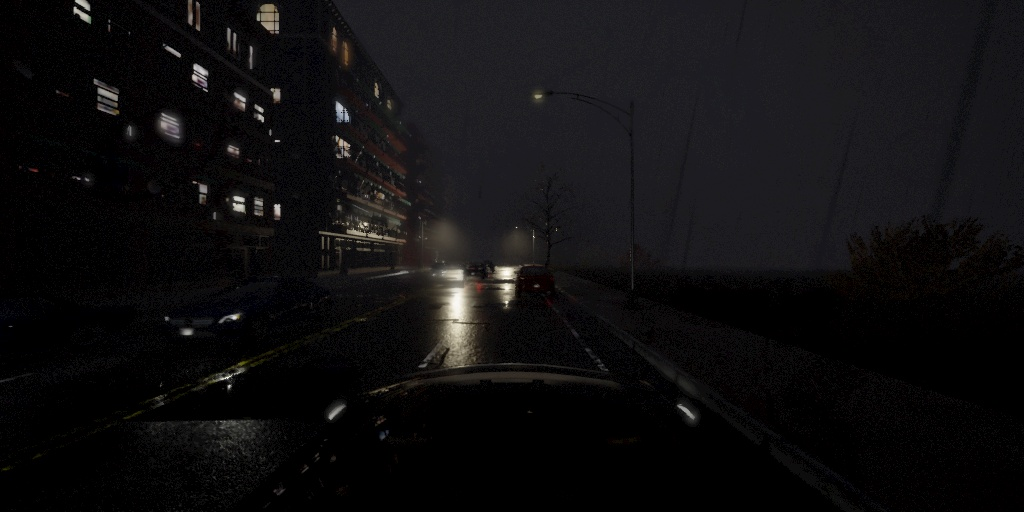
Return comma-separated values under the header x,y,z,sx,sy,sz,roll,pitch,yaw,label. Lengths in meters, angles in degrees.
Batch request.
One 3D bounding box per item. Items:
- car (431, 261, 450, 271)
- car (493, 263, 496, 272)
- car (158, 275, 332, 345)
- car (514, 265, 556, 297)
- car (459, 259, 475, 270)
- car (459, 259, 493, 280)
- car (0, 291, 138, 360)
x,y,z,sx,sy,sz,roll,pitch,yaw,label
-9.826,1.322,49.638,1.994,1.385,4.181,0,0,0,car
-3.131,1.262,44.962,1.837,1.490,4.892,0,0,0,car
-6.611,1.278,9.634,1.812,1.442,4.674,0,0,0,car
1.144,1.232,18.847,1.882,1.535,5.008,0,0,0,car
-6.572,1.263,53.003,1.837,1.490,4.892,0,0,0,car
-3.136,1.244,31.504,2.128,1.511,4.902,0,0,0,car
-9.849,1.352,6.246,1.895,1.301,4.718,0,0,0,car
